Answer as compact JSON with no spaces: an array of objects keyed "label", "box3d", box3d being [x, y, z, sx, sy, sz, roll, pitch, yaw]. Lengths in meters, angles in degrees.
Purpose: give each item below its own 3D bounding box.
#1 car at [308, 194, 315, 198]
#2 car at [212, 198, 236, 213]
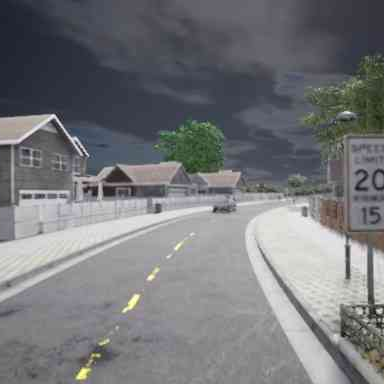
[{"label":"car","box3d":[29.078,1.215,79.881,1.812,1.442,4.674,-1,0,28]},{"label":"car","box3d":[3.598,1.421,36.421,1.837,1.490,4.892,-1,0,19]}]
